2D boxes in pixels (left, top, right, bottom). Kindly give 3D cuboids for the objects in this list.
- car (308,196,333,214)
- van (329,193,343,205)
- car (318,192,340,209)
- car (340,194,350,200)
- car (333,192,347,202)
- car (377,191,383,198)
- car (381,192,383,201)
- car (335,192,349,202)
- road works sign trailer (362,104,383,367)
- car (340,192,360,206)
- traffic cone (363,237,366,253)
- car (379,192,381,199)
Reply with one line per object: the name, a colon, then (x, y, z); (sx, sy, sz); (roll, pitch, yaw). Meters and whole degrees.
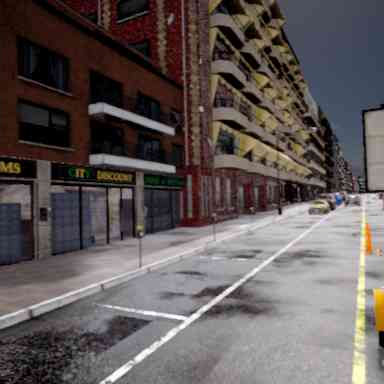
car: (12.794, 1.402, 33.428); (1.752, 1.417, 4.829); (-1, 0, 27)
van: (23.041, 1.064, 53.224); (1.690, 1.788, 3.998); (-1, 0, 27)
car: (15.413, 1.149, 38.491); (2.192, 1.841, 5.009); (-1, 0, 27)
car: (35.762, 1.134, 77.778); (1.947, 1.339, 4.313); (-1, 0, 27)
car: (28.127, 0.972, 63.045); (2.192, 1.841, 5.009); (-1, 0, 27)
car: (45.236, 0.655, 79.031); (1.967, 1.590, 4.097); (-1, 0, 27)
car: (32.550, 0.904, 54.456); (1.887, 1.381, 4.507); (-1, 0, 27)
car: (30.670, 0.941, 67.955); (2.192, 1.841, 5.009); (-1, 0, 27)
road works sign trailer: (3.954, 0.357, 4.966); (2.380, 3.560, 2.880); (-3, -1, 28)
car: (22.079, 1.152, 45.833); (2.128, 1.511, 4.902); (-3, -1, 27)
traffic cone: (6.196, 1.834, 11.678); (0.340, 0.580, 0.340); (-3, -1, 27)
car: (35.099, 0.768, 59.365); (1.967, 1.590, 4.097); (-1, 0, 27)
